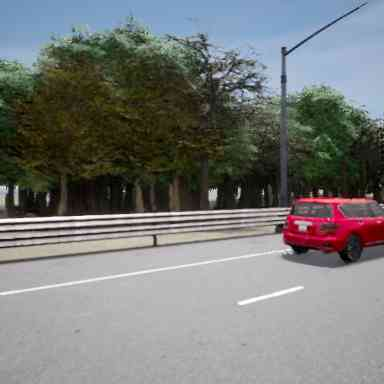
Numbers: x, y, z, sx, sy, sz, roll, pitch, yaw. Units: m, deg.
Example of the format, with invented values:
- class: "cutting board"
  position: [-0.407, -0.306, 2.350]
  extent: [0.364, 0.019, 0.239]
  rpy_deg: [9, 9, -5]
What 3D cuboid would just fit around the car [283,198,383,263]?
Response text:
- class: "car"
  position: [5.762, 1.243, 12.241]
  extent: [5.566, 2.045, 2.150]
  rpy_deg: [0, 0, -35]
